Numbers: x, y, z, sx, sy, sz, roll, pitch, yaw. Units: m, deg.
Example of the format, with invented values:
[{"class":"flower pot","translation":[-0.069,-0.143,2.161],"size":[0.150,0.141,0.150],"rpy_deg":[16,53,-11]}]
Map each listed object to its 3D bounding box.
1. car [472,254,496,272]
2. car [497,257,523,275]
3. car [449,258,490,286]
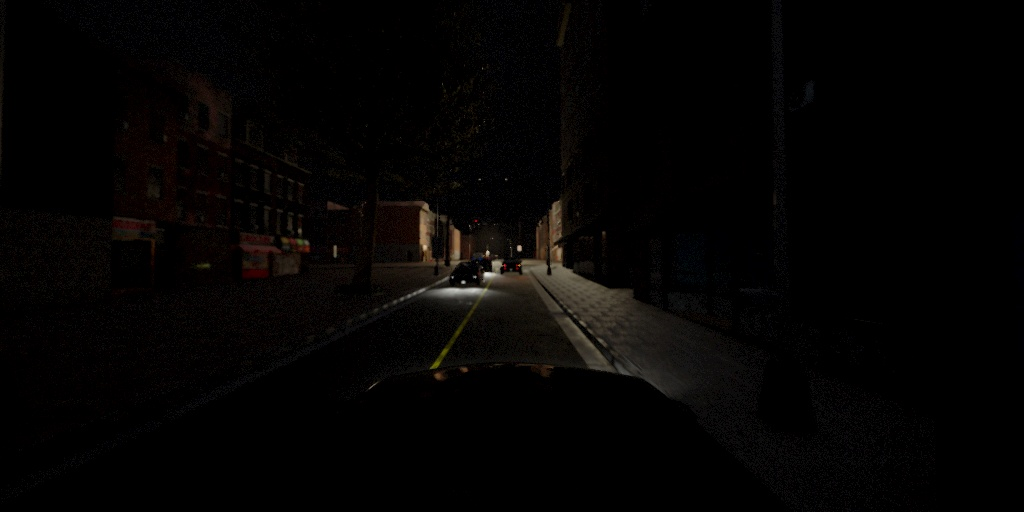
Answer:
[{"class":"car","translation":[-2.881,0.795,34.558],"size":[1.994,1.385,4.181],"rpy_deg":[0,2,0]},{"class":"car","translation":[-0.045,0.846,31.332],"size":[1.812,1.442,4.674],"rpy_deg":[0,2,1]},{"class":"car","translation":[-2.833,1.083,23.486],"size":[2.033,1.411,5.357],"rpy_deg":[0,1,0]}]
